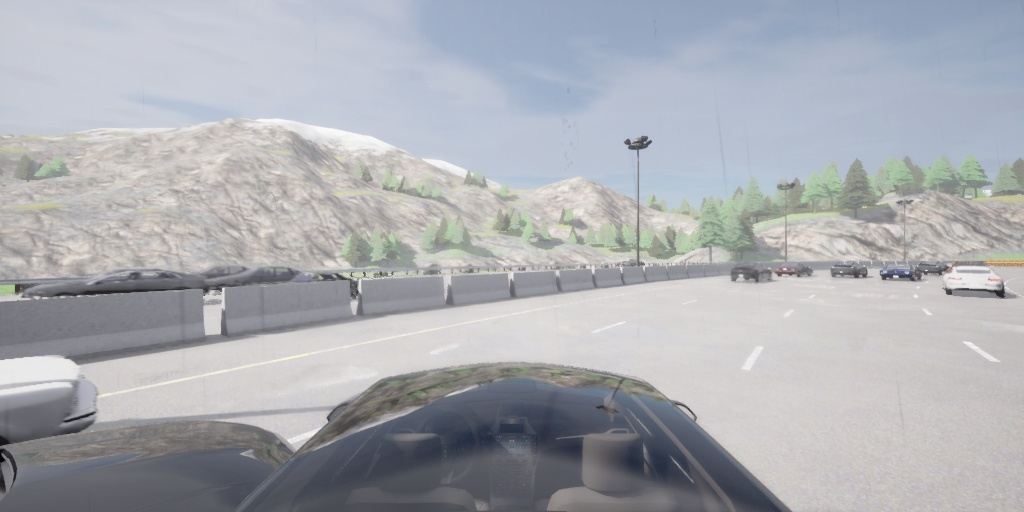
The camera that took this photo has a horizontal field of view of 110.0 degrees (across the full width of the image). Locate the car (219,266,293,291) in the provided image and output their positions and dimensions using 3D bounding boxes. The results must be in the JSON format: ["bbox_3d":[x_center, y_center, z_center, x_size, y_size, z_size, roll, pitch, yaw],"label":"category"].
[{"bbox_3d":[-13.847,1.297,20.345,2.033,1.411,5.357,0,0,40],"label":"car"}]

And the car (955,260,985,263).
[{"bbox_3d":[34.919,1.102,27.280,4.553,1.767,2.097,0,0,-35],"label":"car"}]

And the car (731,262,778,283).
[{"bbox_3d":[18.836,1.251,28.112,4.892,1.490,1.837,1,-1,-40],"label":"car"}]

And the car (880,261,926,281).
[{"bbox_3d":[32.301,1.351,29.741,4.718,1.301,1.895,0,0,-35],"label":"car"}]

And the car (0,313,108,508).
[{"bbox_3d":[-5.892,1.351,1.985,1.895,1.301,4.718,0,0,37],"label":"car"}]

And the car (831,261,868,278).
[{"bbox_3d":[31.373,1.241,33.354,4.902,1.511,2.128,0,0,-35],"label":"car"}]

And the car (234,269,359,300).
[{"bbox_3d":[-8.750,1.351,15.510,1.895,1.301,4.718,0,0,40],"label":"car"}]

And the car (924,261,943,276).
[{"bbox_3d":[43.311,1.241,36.877,4.902,1.511,2.128,0,0,-31],"label":"car"}]

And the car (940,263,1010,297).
[{"bbox_3d":[24.246,1.276,18.933,4.674,1.442,1.812,0,0,-41],"label":"car"}]

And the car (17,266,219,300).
[{"bbox_3d":[-14.688,1.241,13.678,2.128,1.511,4.902,0,0,38],"label":"car"}]

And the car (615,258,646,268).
[{"bbox_3d":[14.069,0.917,42.520,4.181,1.385,1.994,0,0,-38],"label":"car"}]

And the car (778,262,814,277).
[{"bbox_3d":[27.514,1.297,34.944,5.357,1.411,2.033,0,0,-36],"label":"car"}]

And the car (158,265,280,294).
[{"bbox_3d":[-17.369,1.297,21.561,2.033,1.411,5.357,0,0,39],"label":"car"}]

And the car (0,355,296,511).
[{"bbox_3d":[-2.983,1.255,0.544,4.892,1.490,1.837,0,0,-45],"label":"car"}]
